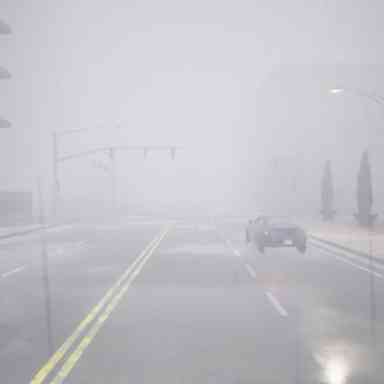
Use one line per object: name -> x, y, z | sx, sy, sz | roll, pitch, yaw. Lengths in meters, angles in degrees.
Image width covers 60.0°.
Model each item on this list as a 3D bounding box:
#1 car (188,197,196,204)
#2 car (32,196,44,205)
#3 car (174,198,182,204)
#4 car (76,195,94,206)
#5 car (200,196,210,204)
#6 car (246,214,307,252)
car -> -0.010, 2.323, 87.311 | 1.812, 1.442, 4.674 | 0, -1, 0
car -> -32.539, 2.022, 67.974 | 1.970, 1.475, 3.806 | 0, -1, 0
car -> -3.510, 2.271, 86.197 | 1.882, 1.535, 5.008 | 0, -1, 0
car -> -26.719, 2.160, 83.055 | 1.970, 1.475, 3.806 | 0, -1, 0
car -> 3.490, 2.011, 87.071 | 2.150, 2.045, 5.566 | 0, -1, 0
car -> 3.503, 1.659, 14.370 | 1.812, 1.442, 4.674 | 0, 0, 0
